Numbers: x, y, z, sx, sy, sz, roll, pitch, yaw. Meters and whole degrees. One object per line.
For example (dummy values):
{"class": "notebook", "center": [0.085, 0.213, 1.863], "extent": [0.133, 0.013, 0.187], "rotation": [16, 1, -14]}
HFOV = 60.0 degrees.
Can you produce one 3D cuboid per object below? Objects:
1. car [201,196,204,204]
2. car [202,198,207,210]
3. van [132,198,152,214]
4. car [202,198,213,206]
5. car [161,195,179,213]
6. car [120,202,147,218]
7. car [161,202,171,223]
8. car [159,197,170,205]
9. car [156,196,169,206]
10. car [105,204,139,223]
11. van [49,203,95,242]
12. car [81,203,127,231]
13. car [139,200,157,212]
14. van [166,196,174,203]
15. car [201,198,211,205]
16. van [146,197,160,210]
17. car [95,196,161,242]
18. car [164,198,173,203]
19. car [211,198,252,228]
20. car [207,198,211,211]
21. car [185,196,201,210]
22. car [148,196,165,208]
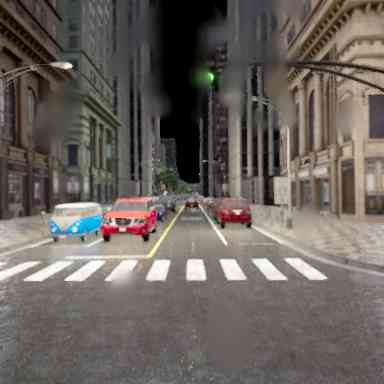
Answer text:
{"class": "car", "center": [2.739, 1.660, 55.046], "extent": [1.967, 1.590, 4.097], "rotation": [-1, 0, 0]}
{"class": "car", "center": [2.743, 1.714, 44.164], "extent": [2.008, 1.369, 4.403], "rotation": [-1, 0, 0]}
{"class": "van", "center": [-5.783, 1.584, 38.714], "extent": [1.690, 1.788, 3.998], "rotation": [-1, 0, 0]}
{"class": "car", "center": [2.739, 1.831, 60.486], "extent": [1.802, 1.307, 4.206], "rotation": [-1, 0, 0]}
{"class": "car", "center": [-3.065, 1.440, 40.265], "extent": [2.150, 2.045, 5.566], "rotation": [-1, -1, 0]}
{"class": "car", "center": [-5.779, 1.781, 33.271], "extent": [1.947, 1.339, 4.313], "rotation": [-1, 0, 0]}
{"class": "car", "center": [-3.081, 1.752, 27.444], "extent": [1.895, 1.301, 4.718], "rotation": [-1, 0, 0]}
{"class": "car", "center": [-5.790, 1.856, 71.361], "extent": [1.967, 1.590, 4.097], "rotation": [-1, 0, 0]}
{"class": "car", "center": [-5.790, 1.700, 65.920], "extent": [2.192, 1.841, 5.009], "rotation": [-1, 0, 0]}
{"class": "car", "center": [-5.778, 1.732, 27.830], "extent": [1.887, 1.381, 4.507], "rotation": [-1, 0, 0]}
{"class": "van", "center": [-5.777, 1.475, 16.950], "extent": [1.690, 1.788, 3.998], "rotation": [-1, 0, 0]}
{"class": "car", "center": [-5.778, 1.600, 22.390], "extent": [1.967, 1.590, 4.097], "rotation": [-1, 0, 0]}
{"class": "car", "center": [-5.782, 1.816, 44.154], "extent": [1.887, 1.381, 4.507], "rotation": [-1, 0, 0]}
{"class": "van", "center": [-5.797, 1.873, 87.683], "extent": [1.690, 1.788, 3.998], "rotation": [-1, 0, 0]}
{"class": "car", "center": [2.737, 1.822, 65.926], "extent": [1.887, 1.381, 4.507], "rotation": [-1, 0, 0]}
{"class": "van", "center": [-5.786, 1.641, 49.597], "extent": [1.690, 1.788, 3.998], "rotation": [-1, 0, 0]}
{"class": "car", "center": [-3.095, 1.324, 17.526], "extent": [2.150, 2.045, 5.566], "rotation": [-1, 0, 0]}
{"class": "car", "center": [-5.792, 2.074, 82.240], "extent": [1.802, 1.307, 4.206], "rotation": [-1, 0, 0]}
{"class": "car", "center": [2.745, 1.367, 22.402], "extent": [2.192, 1.841, 5.009], "rotation": [-1, 0, 0]}
{"class": "car", "center": [2.744, 1.394, 27.843], "extent": [2.192, 1.841, 5.009], "rotation": [-1, 0, 0]}
{"class": "car", "center": [-0.022, 1.694, 47.555], "extent": [1.882, 1.535, 5.008], "rotation": [-1, 0, 0]}
{"class": "car", "center": [-5.788, 1.643, 55.038], "extent": [2.192, 1.841, 5.009], "rotation": [-1, 0, 0]}
